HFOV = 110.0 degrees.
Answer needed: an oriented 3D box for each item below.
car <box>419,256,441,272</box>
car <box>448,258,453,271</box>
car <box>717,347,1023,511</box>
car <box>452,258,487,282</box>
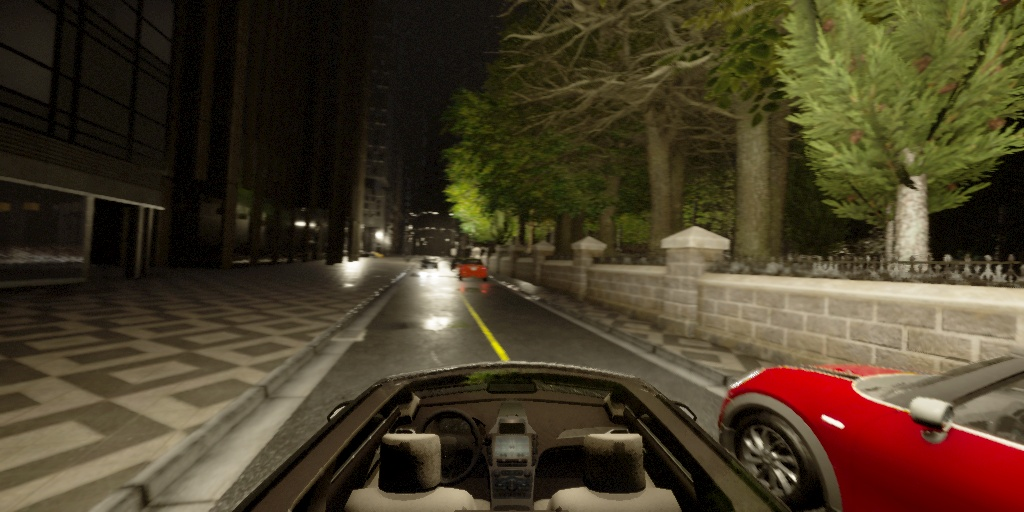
[{"bbox_3d":[-8.400,0.767,36.735,2.128,1.511,4.902,3,0,-13],"label":"car"},{"bbox_3d":[-5.916,0.922,39.461,1.837,1.490,4.892,3,1,-12],"label":"car"},{"bbox_3d":[3.515,1.297,1.924,2.097,1.767,4.553,3,0,-13],"label":"car"},{"bbox_3d":[-3.195,0.916,27.693,2.097,1.767,4.553,3,0,-12],"label":"car"}]
